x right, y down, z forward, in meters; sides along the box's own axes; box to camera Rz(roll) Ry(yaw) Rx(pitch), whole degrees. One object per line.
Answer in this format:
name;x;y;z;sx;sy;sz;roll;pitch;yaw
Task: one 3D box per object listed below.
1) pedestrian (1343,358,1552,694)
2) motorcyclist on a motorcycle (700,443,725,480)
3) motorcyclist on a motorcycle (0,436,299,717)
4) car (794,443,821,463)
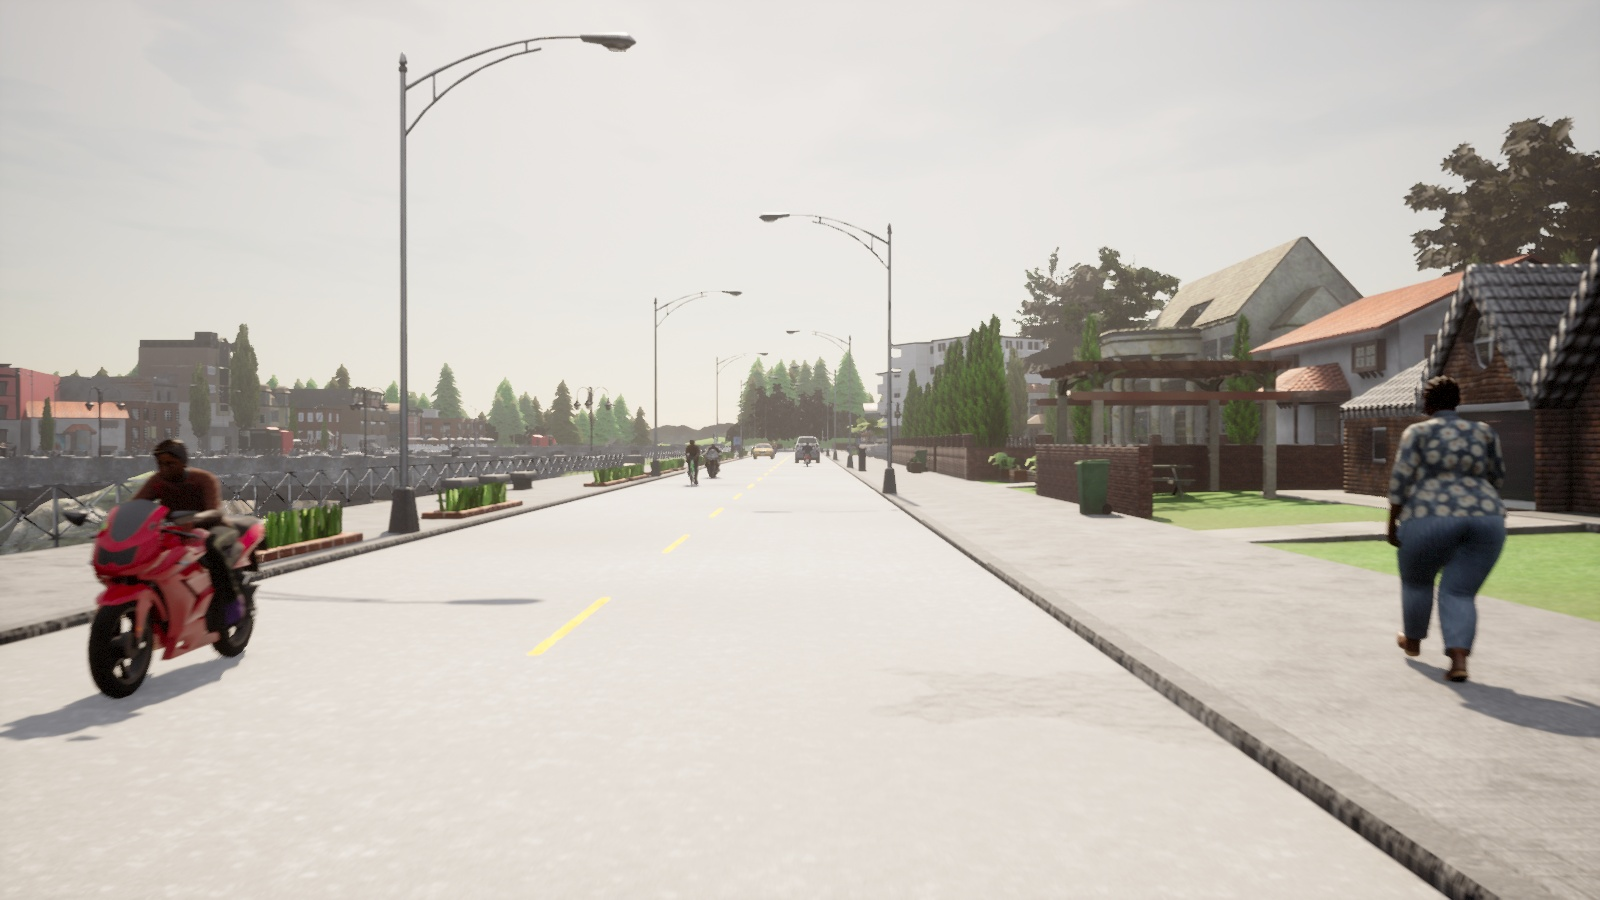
pedestrian;3.807;0.417;7.462;0.874;1.855;0.900;0;0;10
motorcyclist on a motorcycle;-3.681;0.480;52.965;0.866;1.530;2.191;0;0;0
motorcyclist on a motorcycle;-3.940;0.681;7.832;0.797;1.523;2.044;0;0;0
car;0.561;0.178;94.747;1.970;1.475;3.806;0;0;0
